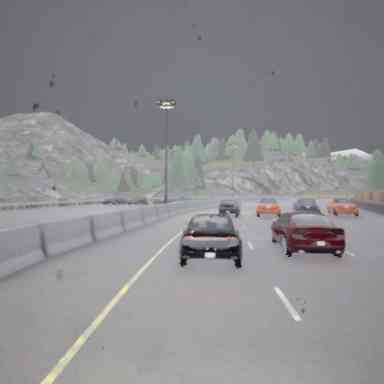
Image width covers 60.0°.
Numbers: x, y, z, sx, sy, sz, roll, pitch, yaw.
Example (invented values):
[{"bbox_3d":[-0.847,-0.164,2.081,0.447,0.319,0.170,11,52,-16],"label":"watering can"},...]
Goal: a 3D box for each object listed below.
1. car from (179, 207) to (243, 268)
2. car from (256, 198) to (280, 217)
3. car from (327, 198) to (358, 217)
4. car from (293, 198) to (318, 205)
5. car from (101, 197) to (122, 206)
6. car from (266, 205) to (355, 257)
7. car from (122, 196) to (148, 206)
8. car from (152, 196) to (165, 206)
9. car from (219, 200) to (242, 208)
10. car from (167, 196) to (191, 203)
[{"bbox_3d":[0.669,1.483,11.333,2.128,1.511,4.902,0,0,4],"label":"car"},{"bbox_3d":[7.191,1.351,31.479,2.097,1.767,4.553,0,0,12],"label":"car"},{"bbox_3d":[14.563,1.379,32.338,2.097,1.767,4.553,0,0,13],"label":"car"},{"bbox_3d":[10.873,1.365,31.909,2.097,1.767,4.553,0,0,12],"label":"car"},{"bbox_3d":[-12.378,1.448,53.546,2.033,1.411,5.357,0,0,18],"label":"car"},{"bbox_3d":[4.307,1.482,13.027,1.882,1.535,5.008,0,0,5],"label":"car"},{"bbox_3d":[-8.706,1.420,53.412,1.837,1.490,4.892,0,0,19],"label":"car"},{"bbox_3d":[-4.797,1.456,54.138,1.812,1.442,4.674,0,0,19],"label":"car"},{"bbox_3d":[3.584,1.490,31.376,1.837,1.490,4.892,0,0,12],"label":"car"},{"bbox_3d":[-1.561,1.436,52.750,2.128,1.511,4.902,0,0,19],"label":"car"}]
